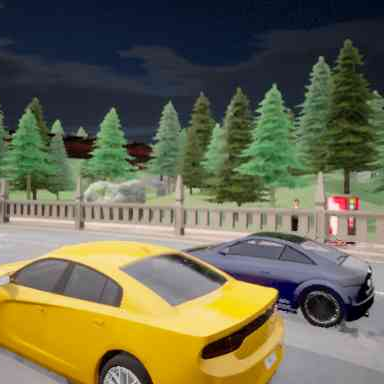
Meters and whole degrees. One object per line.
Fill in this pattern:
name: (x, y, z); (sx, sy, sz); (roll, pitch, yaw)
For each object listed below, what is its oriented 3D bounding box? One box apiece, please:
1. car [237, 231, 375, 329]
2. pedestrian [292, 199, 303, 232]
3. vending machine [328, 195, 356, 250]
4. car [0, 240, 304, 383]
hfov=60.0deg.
car: (1.447, 1.538, 6.960); (4.181, 1.385, 1.994); (1, 0, 33)
pedestrian: (4.105, 1.103, 12.981); (0.375, 1.860, 0.375); (1, 0, 33)
vending machine: (6.084, 1.169, 13.462); (0.880, 2.100, 1.100); (1, 0, 33)
car: (-1.302, 1.444, 4.596); (5.008, 1.535, 1.882); (1, 0, 33)
